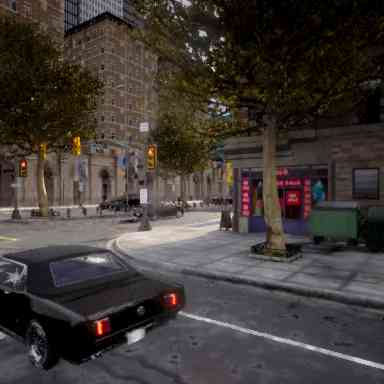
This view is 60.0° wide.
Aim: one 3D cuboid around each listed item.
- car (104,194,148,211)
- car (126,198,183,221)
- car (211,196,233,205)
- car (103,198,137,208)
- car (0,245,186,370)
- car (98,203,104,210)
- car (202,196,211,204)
[{"bbox_3d":[-7.515,1.221,40.391,2.150,2.045,5.566,0,0,36],"label":"car"},{"bbox_3d":[-2.685,1.493,27.471,2.128,1.511,4.902,0,0,37],"label":"car"},{"bbox_3d":[5.880,1.477,58.892,1.882,1.535,5.008,0,0,36],"label":"car"},{"bbox_3d":[-10.277,1.595,47.932,1.895,1.301,4.718,0,0,36],"label":"car"},{"bbox_3d":[-2.476,1.602,5.735,4.718,1.301,1.895,0,0,38],"label":"car"},{"bbox_3d":[-9.682,1.547,43.370,2.033,1.411,5.357,0,0,36],"label":"car"},{"bbox_3d":[3.653,1.525,61.770,1.812,1.442,4.674,0,0,36],"label":"car"}]
